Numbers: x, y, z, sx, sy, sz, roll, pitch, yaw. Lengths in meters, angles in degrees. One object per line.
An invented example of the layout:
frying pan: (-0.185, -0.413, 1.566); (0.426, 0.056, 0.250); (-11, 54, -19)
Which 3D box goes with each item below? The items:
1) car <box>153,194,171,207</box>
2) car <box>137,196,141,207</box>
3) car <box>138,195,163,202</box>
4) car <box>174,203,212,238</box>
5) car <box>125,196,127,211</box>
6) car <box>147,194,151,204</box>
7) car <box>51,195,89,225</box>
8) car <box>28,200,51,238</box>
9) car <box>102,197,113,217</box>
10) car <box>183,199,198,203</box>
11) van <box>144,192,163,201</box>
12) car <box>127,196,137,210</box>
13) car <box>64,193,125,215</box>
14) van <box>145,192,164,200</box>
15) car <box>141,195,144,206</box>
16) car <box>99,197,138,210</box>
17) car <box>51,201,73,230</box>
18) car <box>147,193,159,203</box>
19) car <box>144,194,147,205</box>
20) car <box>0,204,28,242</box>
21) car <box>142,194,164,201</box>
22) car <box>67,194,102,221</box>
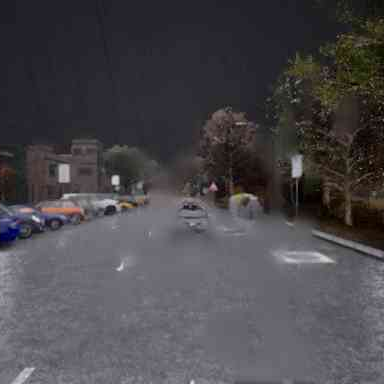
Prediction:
car: (-4.289, 1.460, 50.116); (1.812, 1.442, 4.674); (0, 0, 0)
car: (-9.500, 1.168, 40.123); (5.566, 2.045, 2.435); (-1, 0, -20)
car: (-9.855, 1.453, 79.061); (5.366, 1.575, 1.946); (-1, 0, -20)
car: (0.020, 1.507, 17.430); (2.033, 1.411, 5.357); (0, 0, 0)
car: (-9.475, 1.451, 34.108); (4.792, 1.488, 2.163); (-1, 0, -20)
car: (-9.503, 1.453, 52.119); (4.792, 1.488, 2.163); (-1, 0, -20)
car: (-9.458, 1.312, 22.091); (4.553, 1.767, 2.185); (-1, 0, -20)
car: (-9.512, 1.325, 16.074); (4.553, 1.767, 2.185); (-1, 0, -20)
car: (-9.472, 1.457, 28.106); (4.792, 1.488, 2.163); (-1, 0, -20)
car: (-0.182, 1.532, 42.714); (1.895, 1.301, 4.718); (0, 0, 0)
van: (-9.870, 1.168, 85.074); (4.442, 1.987, 1.878); (-1, 1, -21)
car: (-9.333, 1.414, 37.166); (5.366, 1.575, 1.946); (-1, 0, -20)
car: (-9.478, 1.173, 31.106); (5.566, 2.045, 2.435); (-1, 0, -20)
van: (-9.910, 1.133, 88.074); (4.442, 1.987, 1.878); (-1, 1, -21)
car: (-9.551, 1.295, 46.097); (4.553, 1.767, 2.185); (-1, 0, -20)
car: (-9.510, 1.459, 43.101); (4.674, 1.452, 2.002); (-1, 0, -20)
car: (-9.485, 1.484, 19.082); (4.674, 1.452, 2.002); (-1, 0, -20)
car: (-9.584, 1.441, 64.111); (4.892, 1.521, 2.231); (-1, 0, -20)
car: (-9.556, 1.296, 49.099); (4.553, 1.767, 2.185); (-1, 0, -20)
car: (-9.462, 1.457, 13.071); (5.008, 1.535, 2.097); (-1, 0, -20)
car: (-9.727, 1.426, 82.130); (5.008, 1.535, 2.097); (-1, 0, -21)
car: (-9.462, 1.306, 25.092); (4.553, 1.767, 2.185); (-1, 0, -20)
